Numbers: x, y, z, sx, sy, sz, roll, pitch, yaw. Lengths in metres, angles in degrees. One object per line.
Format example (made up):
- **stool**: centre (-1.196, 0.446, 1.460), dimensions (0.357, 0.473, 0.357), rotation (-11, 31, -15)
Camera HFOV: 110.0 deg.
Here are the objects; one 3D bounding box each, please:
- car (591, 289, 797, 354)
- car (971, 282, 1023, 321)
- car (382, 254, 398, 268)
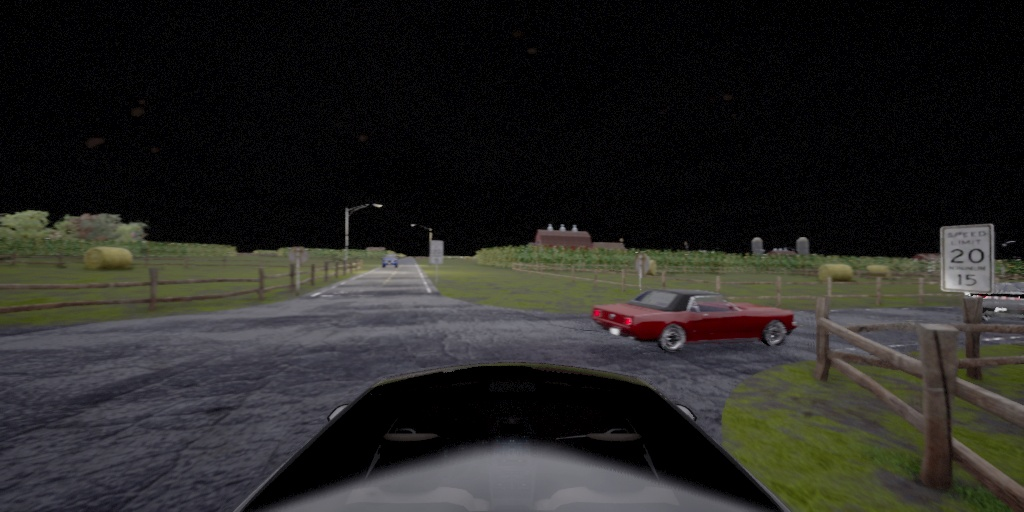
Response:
- **car**: centre (4.476, 1.486, 8.842), dimensions (4.718, 1.301, 1.895), rotation (1, -1, -16)
- **car**: centre (19.382, 1.732, 13.212), dimensions (4.902, 1.511, 2.128), rotation (1, -1, -16)
- **car**: centre (-18.998, 0.784, 56.081), dimensions (2.150, 2.045, 5.566), rotation (1, 0, -16)
